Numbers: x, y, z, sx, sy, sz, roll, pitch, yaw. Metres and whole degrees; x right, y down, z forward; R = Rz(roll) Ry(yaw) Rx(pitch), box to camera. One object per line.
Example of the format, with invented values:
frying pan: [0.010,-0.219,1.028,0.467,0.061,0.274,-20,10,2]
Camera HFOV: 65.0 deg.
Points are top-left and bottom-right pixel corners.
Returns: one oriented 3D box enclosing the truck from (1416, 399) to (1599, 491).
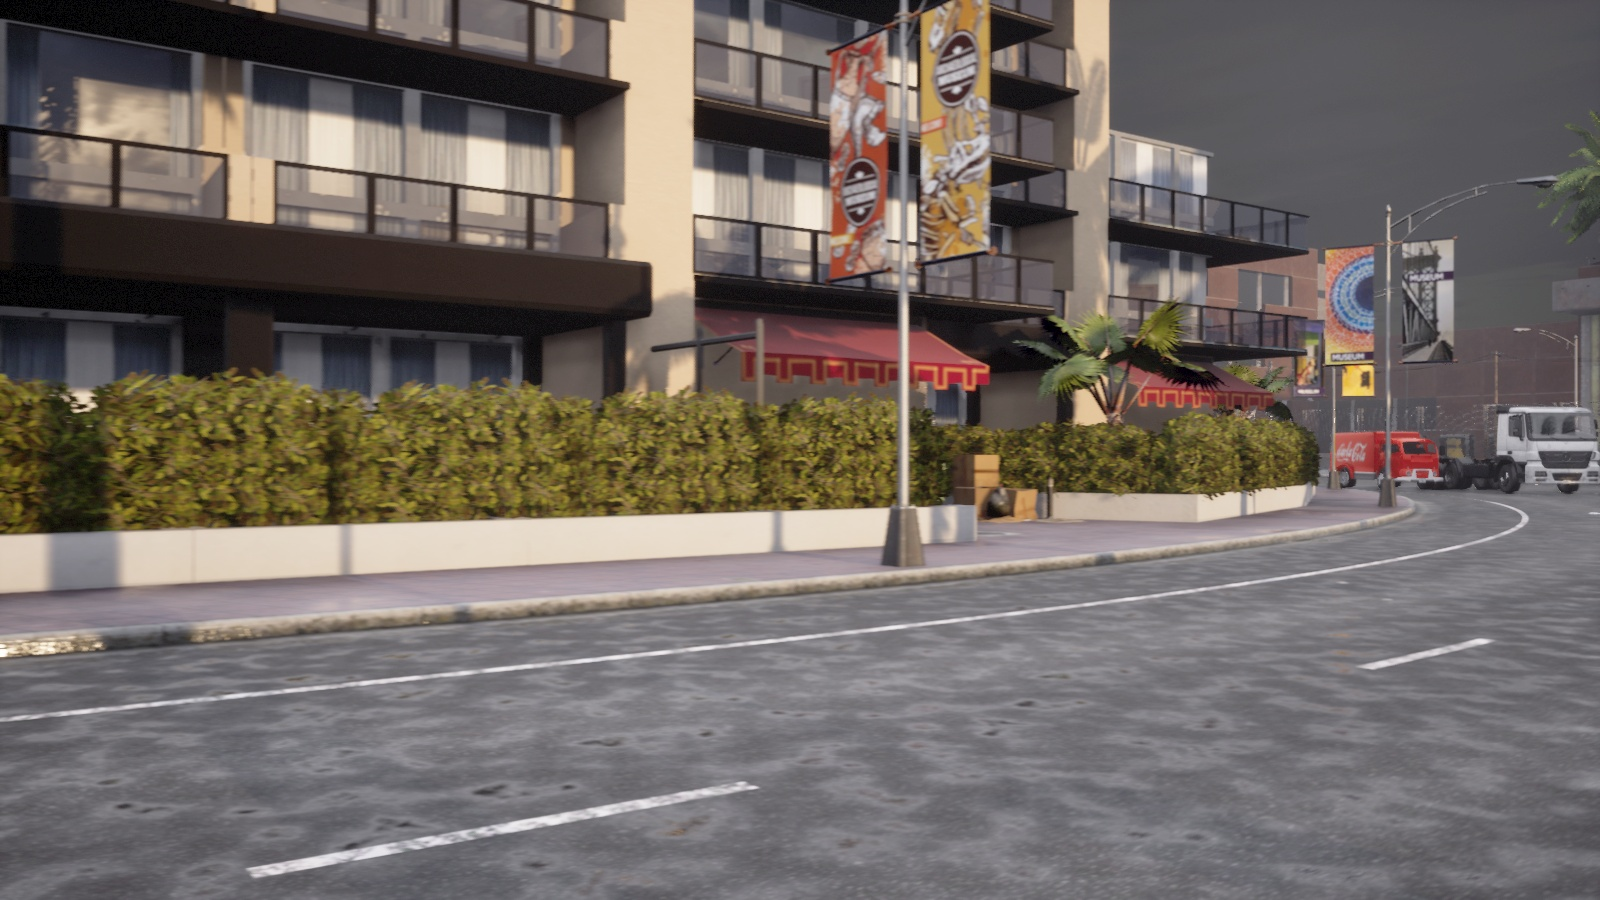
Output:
truck: [28.844,-0.171,51.513,2.891,3.462,7.936,0,0,-3]

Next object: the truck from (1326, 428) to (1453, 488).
truck: [25.206,0.338,53.995,2.627,2.467,5.204,0,0,-6]
